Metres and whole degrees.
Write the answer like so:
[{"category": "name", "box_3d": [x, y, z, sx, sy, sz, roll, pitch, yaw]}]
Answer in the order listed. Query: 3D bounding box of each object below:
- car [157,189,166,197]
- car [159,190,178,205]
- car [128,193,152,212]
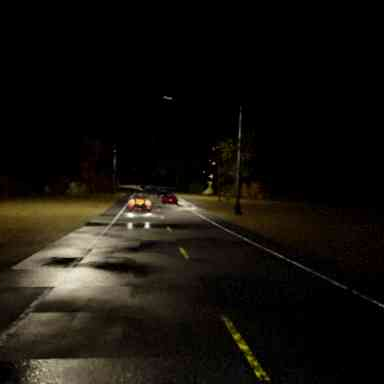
[{"category": "car", "box_3d": [-5.464, 0.170, 61.310, 1.837, 1.490, 4.892, 2, 2, -8]}, {"category": "car", "box_3d": [-2.960, 0.884, 43.913, 1.994, 1.385, 4.181, 2, 2, -8]}, {"category": "car", "box_3d": [-5.006, 0.935, 32.233, 2.097, 1.767, 4.553, 2, 1, -8]}]
